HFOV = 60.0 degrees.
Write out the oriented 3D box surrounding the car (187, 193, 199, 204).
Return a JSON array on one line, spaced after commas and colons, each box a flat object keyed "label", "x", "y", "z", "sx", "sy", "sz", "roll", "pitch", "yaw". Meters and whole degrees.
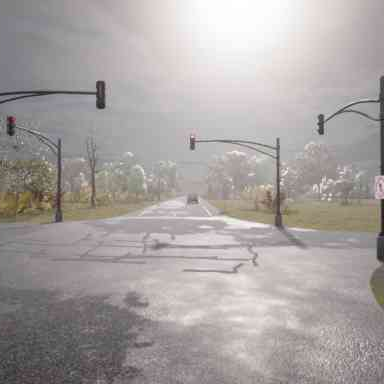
[{"label": "car", "x": 0.156, "y": 1.293, "z": 67.658, "sx": 2.150, "sy": 2.045, "sz": 5.566, "roll": 0, "pitch": 0, "yaw": 0}]
